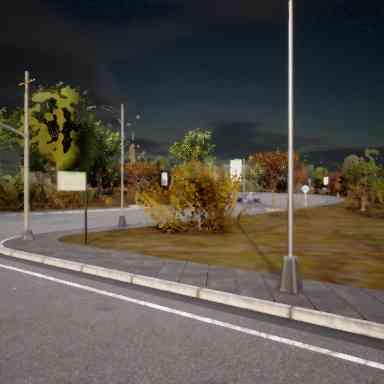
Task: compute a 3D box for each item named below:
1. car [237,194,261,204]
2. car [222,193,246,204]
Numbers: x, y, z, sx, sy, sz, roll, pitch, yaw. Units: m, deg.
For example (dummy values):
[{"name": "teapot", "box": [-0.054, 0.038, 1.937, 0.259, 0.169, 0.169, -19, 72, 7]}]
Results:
[{"name": "car", "box": [9.931, 1.251, 55.395, 1.812, 1.442, 4.674, 0, 1, 38]}, {"name": "car", "box": [7.333, 1.068, 57.751, 2.097, 1.767, 4.553, 0, 1, 37]}]
